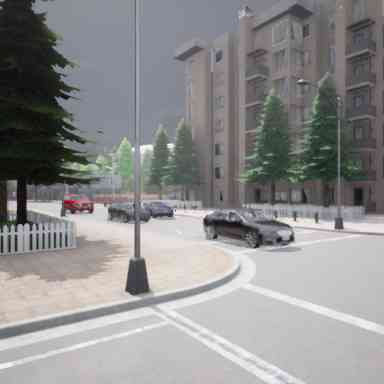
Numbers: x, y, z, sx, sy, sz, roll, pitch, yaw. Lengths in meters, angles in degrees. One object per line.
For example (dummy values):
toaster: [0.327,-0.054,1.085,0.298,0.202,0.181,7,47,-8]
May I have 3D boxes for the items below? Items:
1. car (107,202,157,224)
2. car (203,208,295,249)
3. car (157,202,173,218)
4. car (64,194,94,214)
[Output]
car: [-4.920,1.517,25.468,1.837,1.490,4.892,0,0,-36]
car: [2.340,1.500,14.790,2.128,1.511,4.902,0,0,-31]
car: [-3.421,1.572,29.664,1.994,1.385,4.181,0,0,-36]
car: [-12.332,1.229,35.729,2.150,2.045,5.566,0,0,-36]
